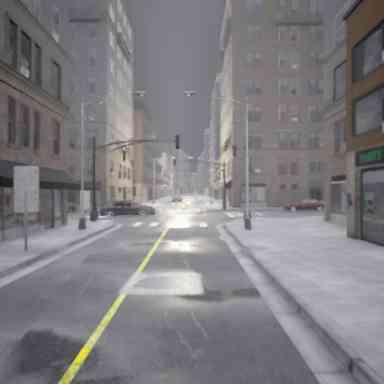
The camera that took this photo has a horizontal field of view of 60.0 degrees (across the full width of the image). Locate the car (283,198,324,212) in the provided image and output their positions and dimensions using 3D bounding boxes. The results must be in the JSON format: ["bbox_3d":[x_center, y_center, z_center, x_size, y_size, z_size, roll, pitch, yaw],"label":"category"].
[{"bbox_3d":[12.141,1.395,35.936,4.507,1.381,1.887,-1,0,0],"label":"car"}]

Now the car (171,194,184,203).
[{"bbox_3d":[-2.997,1.432,66.388,1.994,1.385,4.181,0,0,0],"label":"car"}]

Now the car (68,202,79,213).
[{"bbox_3d":[-14.622,1.664,36.129,4.403,1.369,2.008,-1,0,0],"label":"car"}]

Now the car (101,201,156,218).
[{"bbox_3d":[-5.746,1.568,30.215,4.892,1.490,1.837,0,0,0],"label":"car"}]

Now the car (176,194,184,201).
[{"bbox_3d":[-2.991,1.279,81.830,1.882,1.535,5.008,0,0,0],"label":"car"}]
